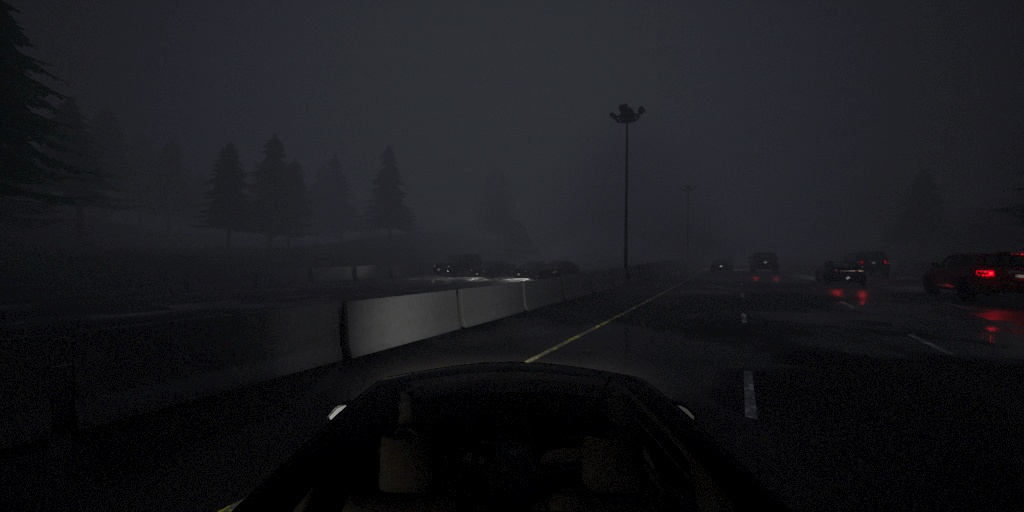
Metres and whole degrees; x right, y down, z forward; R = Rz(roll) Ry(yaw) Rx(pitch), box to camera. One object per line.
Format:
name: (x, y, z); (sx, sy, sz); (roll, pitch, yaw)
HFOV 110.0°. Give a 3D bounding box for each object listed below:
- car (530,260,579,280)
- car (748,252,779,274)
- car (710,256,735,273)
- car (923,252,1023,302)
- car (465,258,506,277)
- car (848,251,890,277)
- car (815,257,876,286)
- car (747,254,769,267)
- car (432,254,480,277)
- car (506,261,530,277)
car: (3.731, 1.100, 28.665); (1.882, 1.535, 5.008); (0, 1, 33)
car: (24.343, 0.626, 34.685); (2.150, 2.045, 5.566); (0, 1, 32)
car: (21.757, 0.954, 37.149); (1.994, 1.385, 4.181); (0, 1, 33)
car: (20.637, 0.871, 15.778); (2.150, 2.045, 5.566); (0, 0, 32)
car: (-1.595, 1.154, 33.335); (2.033, 1.411, 5.357); (0, 1, 33)
car: (30.032, 0.633, 30.588); (2.150, 2.045, 5.566); (0, 0, 32)
car: (21.312, 1.068, 23.377); (2.128, 1.511, 4.902); (0, 1, 32)
car: (32.341, 0.581, 47.284); (2.128, 1.511, 4.902); (0, 1, 32)
car: (-5.082, 0.835, 34.381); (2.150, 2.045, 5.566); (0, 1, 33)
car: (1.983, 1.144, 32.424); (2.033, 1.411, 5.357); (0, 1, 33)
